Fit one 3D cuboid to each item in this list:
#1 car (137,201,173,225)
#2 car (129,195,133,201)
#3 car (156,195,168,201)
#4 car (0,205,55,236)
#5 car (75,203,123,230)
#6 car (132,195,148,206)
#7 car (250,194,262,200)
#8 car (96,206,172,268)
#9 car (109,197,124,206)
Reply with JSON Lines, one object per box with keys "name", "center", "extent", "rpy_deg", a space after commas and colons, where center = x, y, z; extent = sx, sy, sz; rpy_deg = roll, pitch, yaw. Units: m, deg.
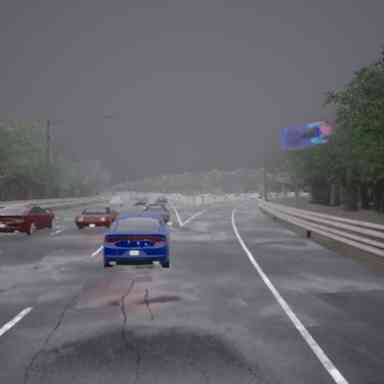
{"name": "car", "center": [-2.534, 1.549, 23.509], "extent": [1.994, 1.385, 4.181], "rpy_deg": [0, 0, -4]}
{"name": "car", "center": [-16.524, 1.716, 92.904], "extent": [2.128, 1.511, 4.902], "rpy_deg": [0, 0, -8]}
{"name": "car", "center": [-5.569, 1.401, 60.972], "extent": [2.097, 1.767, 4.553], "rpy_deg": [0, 0, -6]}
{"name": "car", "center": [-9.086, 1.444, 18.175], "extent": [1.882, 1.535, 5.008], "rpy_deg": [0, 0, -4]}
{"name": "car", "center": [-5.777, 1.575, 20.933], "extent": [1.895, 1.301, 4.718], "rpy_deg": [0, 0, -4]}
{"name": "car", "center": [-8.338, 1.569, 55.274], "extent": [2.033, 1.411, 5.357], "rpy_deg": [0, 0, -6]}
{"name": "car", "center": [17.077, 1.290, 89.978], "extent": [1.812, 1.442, 4.674], "rpy_deg": [0, 0, 25]}
{"name": "car", "center": [-1.701, 1.468, 11.317], "extent": [1.882, 1.535, 5.008], "rpy_deg": [0, 0, -4]}
{"name": "car", "center": [-11.555, 1.527, 51.115], "extent": [1.812, 1.442, 4.674], "rpy_deg": [0, 0, -5]}
